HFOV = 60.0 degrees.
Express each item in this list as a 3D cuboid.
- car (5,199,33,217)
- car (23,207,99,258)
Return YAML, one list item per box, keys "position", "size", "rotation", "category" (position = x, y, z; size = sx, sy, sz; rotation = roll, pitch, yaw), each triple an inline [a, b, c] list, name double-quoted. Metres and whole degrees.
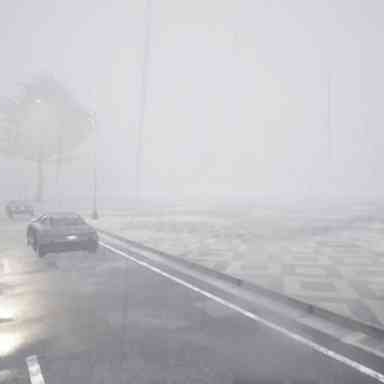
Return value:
- position: [-14.493, 1.293, 27.994]
  size: [2.033, 1.411, 5.357]
  rotation: [0, 1, -32]
  category: "car"
- position: [-4.982, 1.443, 12.563]
  size: [1.994, 1.385, 4.181]
  rotation: [0, 1, -32]
  category: "car"
